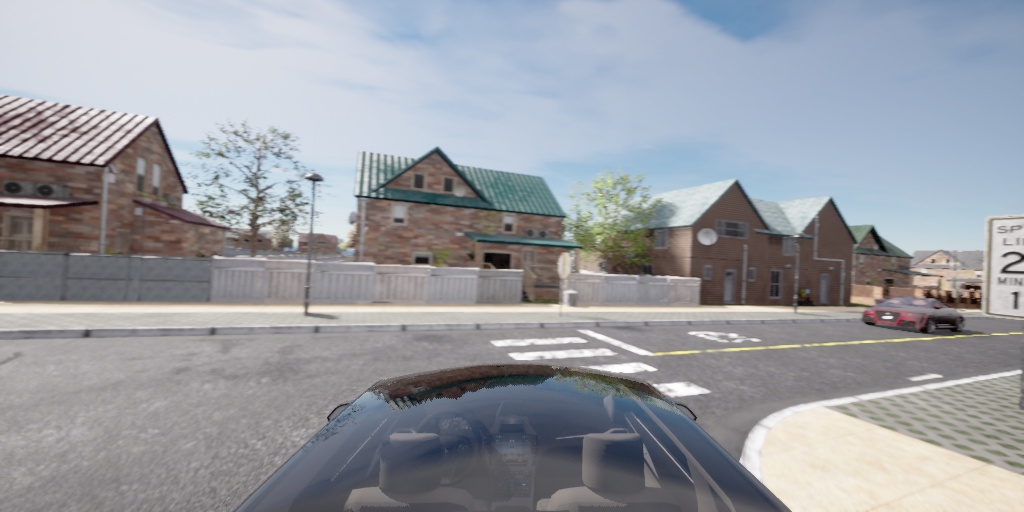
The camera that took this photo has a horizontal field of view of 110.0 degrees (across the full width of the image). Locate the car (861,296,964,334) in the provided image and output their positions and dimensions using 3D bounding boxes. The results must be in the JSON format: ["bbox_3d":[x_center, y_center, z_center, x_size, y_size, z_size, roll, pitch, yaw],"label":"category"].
[{"bbox_3d":[17.420,2.485,15.598,4.181,1.385,1.994,4,-1,-22],"label":"car"}]
